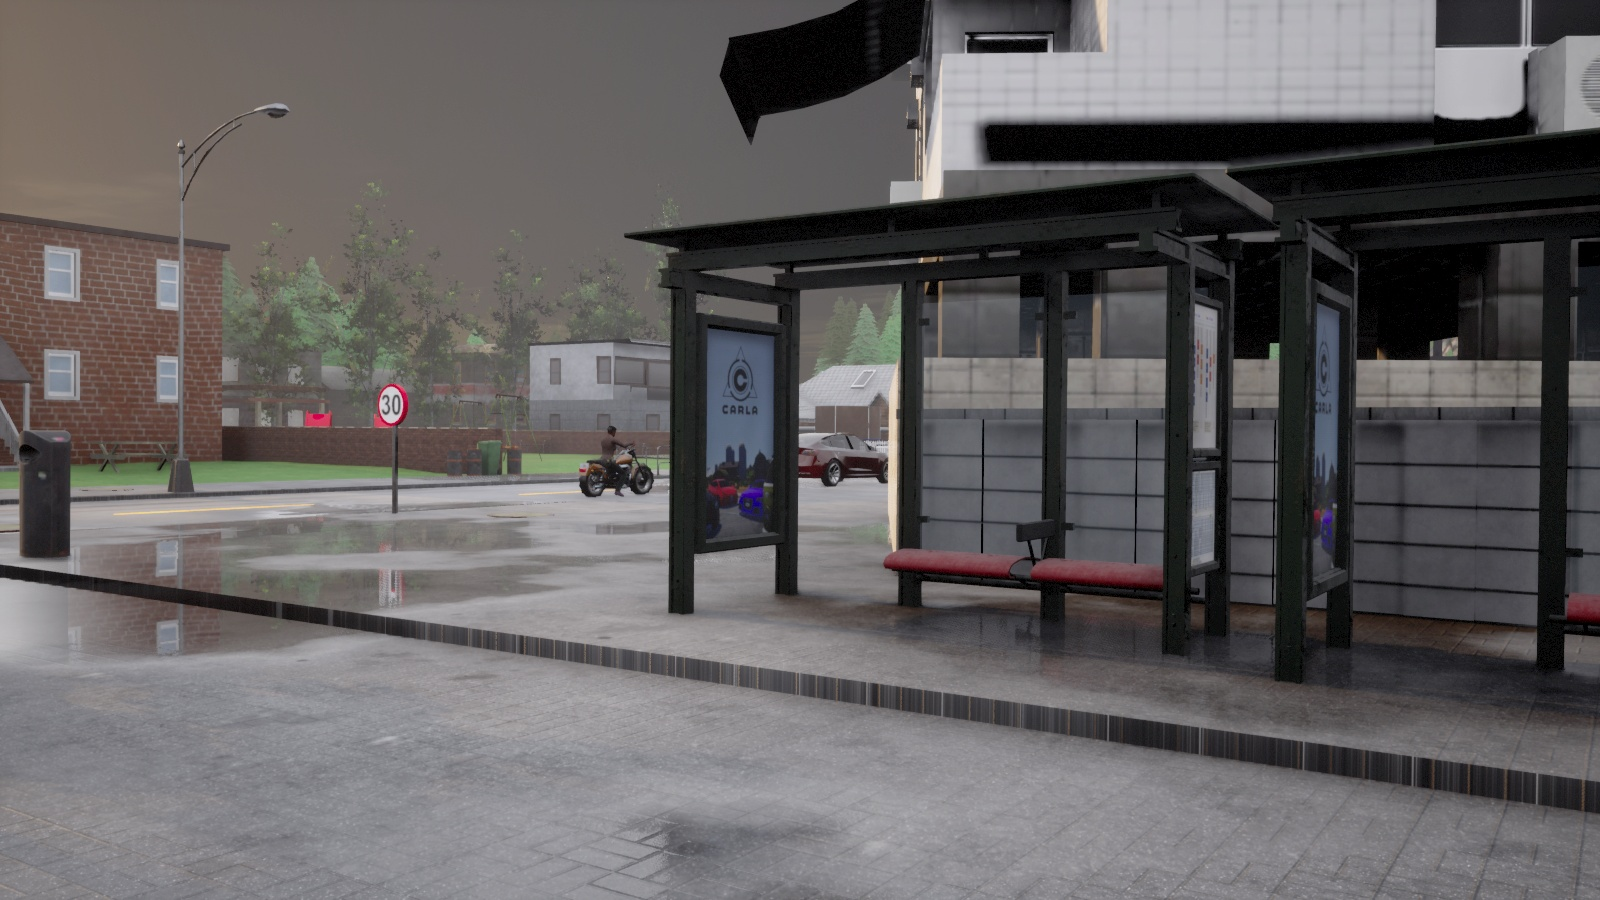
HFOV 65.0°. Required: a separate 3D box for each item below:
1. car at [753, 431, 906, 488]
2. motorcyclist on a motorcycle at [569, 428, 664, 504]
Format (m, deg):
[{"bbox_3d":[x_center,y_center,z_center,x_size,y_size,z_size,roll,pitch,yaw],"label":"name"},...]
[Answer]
[{"bbox_3d":[0.929,0.229,36.195,2.163,1.488,4.792,0,1,34],"label":"car"},{"bbox_3d":[-4.142,0.329,28.556,0.766,1.649,2.350,0,1,34],"label":"motorcyclist on a motorcycle"}]
